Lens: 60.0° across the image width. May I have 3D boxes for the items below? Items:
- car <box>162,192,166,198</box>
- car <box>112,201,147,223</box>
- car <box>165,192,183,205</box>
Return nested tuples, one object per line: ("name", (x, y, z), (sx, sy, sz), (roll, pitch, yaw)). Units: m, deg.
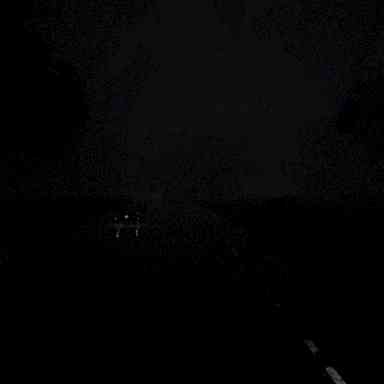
("car", (-5.531, 0.614, 71.880), (2.033, 1.411, 5.357), (0, 1, -9))
("car", (-4.246, 1.353, 23.109), (1.994, 1.385, 4.181), (0, 1, -3))
("car", (-2.267, 1.029, 46.467), (2.033, 1.411, 5.357), (0, 1, -6))
